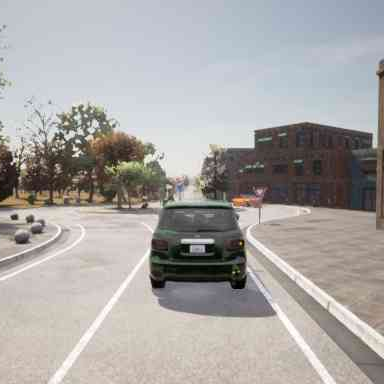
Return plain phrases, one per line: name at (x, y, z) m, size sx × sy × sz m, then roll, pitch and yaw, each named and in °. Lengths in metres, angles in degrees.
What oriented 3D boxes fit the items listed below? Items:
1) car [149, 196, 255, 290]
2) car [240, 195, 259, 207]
car at (0.185, 1.215, 9.255) m, size 2.150 × 2.045 × 5.566 m, roll 0°, pitch 0°, yaw 2°
car at (7.307, 1.153, 46.329) m, size 2.097 × 1.767 × 4.553 m, roll -2°, pitch 1°, yaw -29°
